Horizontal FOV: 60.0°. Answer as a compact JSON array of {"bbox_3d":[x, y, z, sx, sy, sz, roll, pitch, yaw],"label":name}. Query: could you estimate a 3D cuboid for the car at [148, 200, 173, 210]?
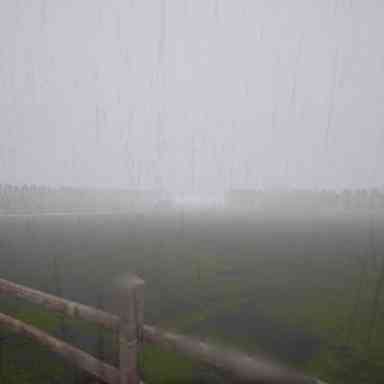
[{"bbox_3d":[-6.084,2.514,64.279,2.150,2.045,5.566,-1,-2,36],"label":"car"}]
